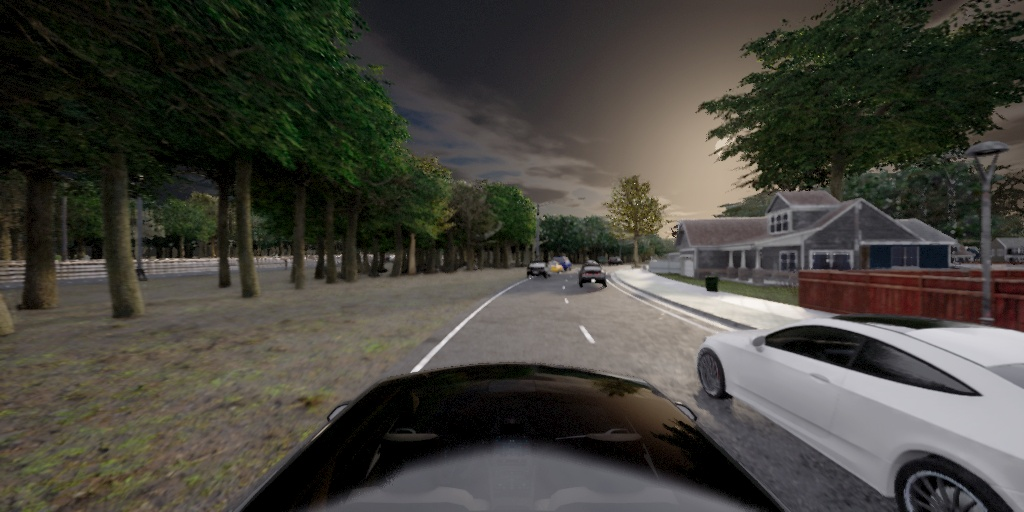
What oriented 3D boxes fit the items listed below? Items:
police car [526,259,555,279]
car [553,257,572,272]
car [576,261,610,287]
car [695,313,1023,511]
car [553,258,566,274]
[{"bbox_3d":[2.690,1.296,35.108,1.930,1.638,5.238,0,0,13],"label":"police car"},{"bbox_3d":[6.939,1.131,50.369,2.150,2.045,5.566,0,0,18],"label":"car"},{"bbox_3d":[5.729,1.375,25.906,1.837,1.490,4.892,0,0,9],"label":"car"},{"bbox_3d":[3.687,1.300,3.545,1.812,1.442,4.674,0,0,1],"label":"car"},{"bbox_3d":[5.199,1.348,44.823,1.801,1.575,5.366,0,0,16],"label":"car"}]
